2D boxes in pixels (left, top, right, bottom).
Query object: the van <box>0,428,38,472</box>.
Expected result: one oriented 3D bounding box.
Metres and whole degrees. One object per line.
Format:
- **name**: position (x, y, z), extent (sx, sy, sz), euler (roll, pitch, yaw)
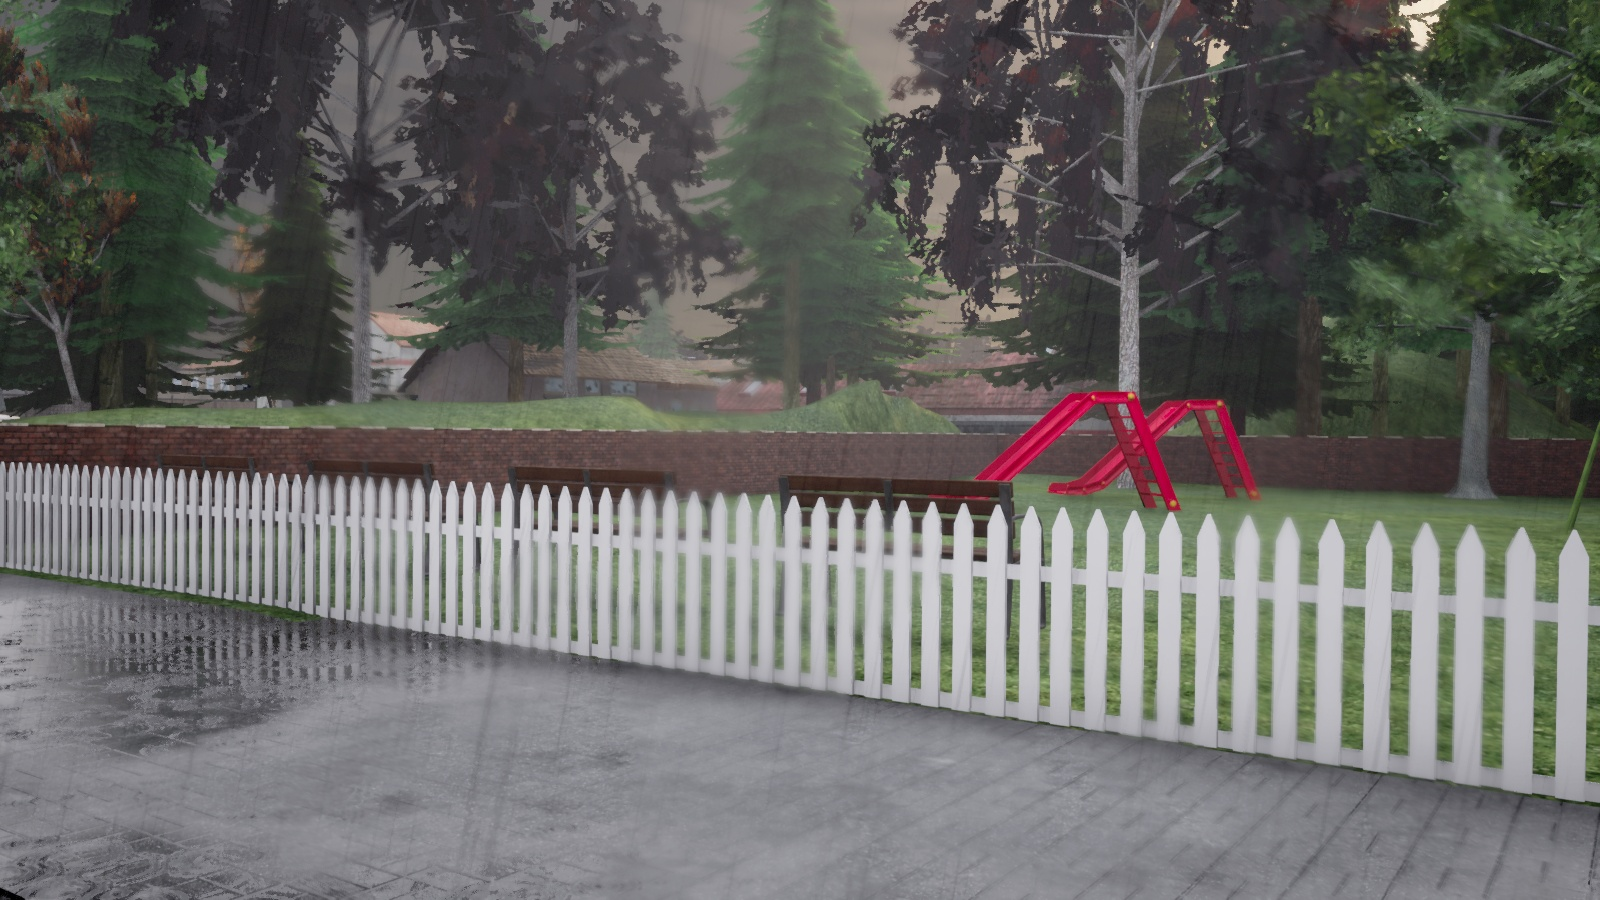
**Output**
- **van**: position (-38.435, 0.003, 58.530), extent (2.069, 2.038, 4.480), euler (0, 1, 34)
